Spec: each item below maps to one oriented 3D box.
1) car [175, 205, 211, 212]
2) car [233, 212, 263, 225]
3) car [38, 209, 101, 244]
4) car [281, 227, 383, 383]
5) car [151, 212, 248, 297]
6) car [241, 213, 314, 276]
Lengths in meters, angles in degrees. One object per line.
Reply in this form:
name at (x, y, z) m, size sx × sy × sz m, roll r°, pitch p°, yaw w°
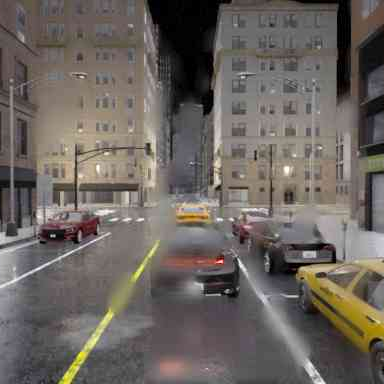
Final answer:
car at (0.053, 1.473, 18.975) m, size 1.882 × 1.535 × 5.008 m, roll 0°, pitch 0°, yaw 1°
car at (2.883, 1.578, 15.786) m, size 1.802 × 1.307 × 4.206 m, roll -1°, pitch 0°, yaw 0°
car at (-5.662, 1.541, 15.794) m, size 1.887 × 1.381 × 4.507 m, roll -1°, pitch 0°, yaw 0°
car at (2.868, 1.524, 4.784) m, size 1.752 × 1.417 × 4.829 m, roll -1°, pitch 0°, yaw 0°
car at (0.073, 1.503, 8.548) m, size 1.837 × 1.490 × 4.892 m, roll 0°, pitch 0°, yaw 0°
car at (2.876, 1.564, 10.200) m, size 1.947 × 1.339 × 4.313 m, roll -1°, pitch 0°, yaw 0°
